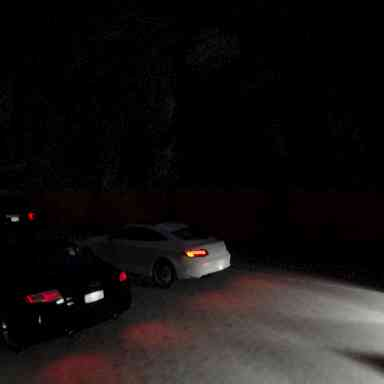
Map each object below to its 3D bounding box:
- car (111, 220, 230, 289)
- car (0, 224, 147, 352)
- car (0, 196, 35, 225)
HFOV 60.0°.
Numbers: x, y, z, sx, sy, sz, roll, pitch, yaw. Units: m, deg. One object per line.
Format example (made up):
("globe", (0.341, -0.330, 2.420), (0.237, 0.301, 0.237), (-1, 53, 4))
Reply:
("car", (-1.196, 1.512, 9.153), (4.674, 1.442, 1.812), (0, 0, 36))
("car", (-3.110, 1.551, 6.219), (4.181, 1.385, 1.994), (0, 0, 36))
("car", (-9.281, 1.187, 14.936), (5.566, 2.045, 2.150), (0, 0, 36))
